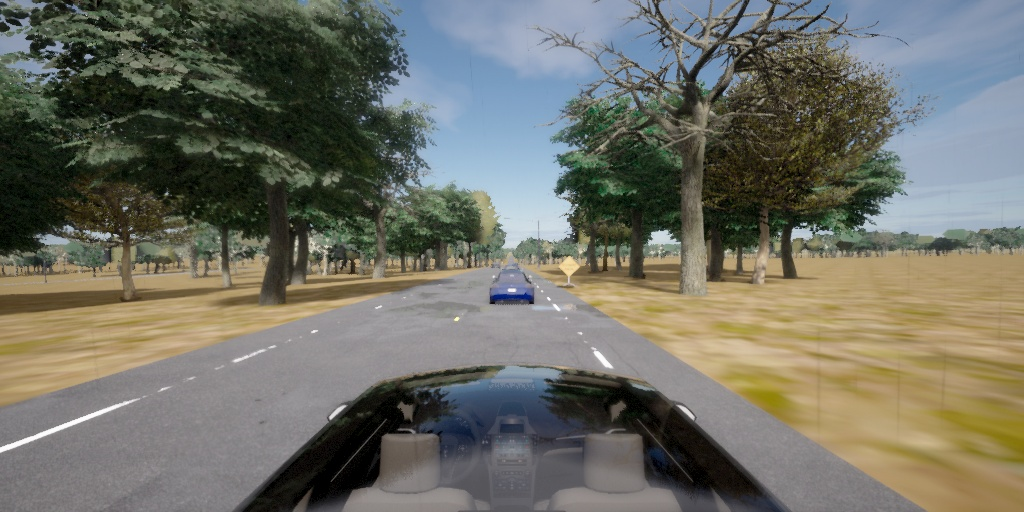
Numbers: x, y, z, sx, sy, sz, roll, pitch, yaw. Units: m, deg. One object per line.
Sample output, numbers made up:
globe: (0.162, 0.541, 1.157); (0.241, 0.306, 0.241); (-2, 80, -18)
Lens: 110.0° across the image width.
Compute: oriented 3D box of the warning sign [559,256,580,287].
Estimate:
warning sign: (3.550, 0.941, 22.412); (1.300, 1.860, 1.060); (0, 0, 0)

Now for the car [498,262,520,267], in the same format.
car: (0.000, 1.447, 31.509); (1.812, 1.442, 4.674); (0, -1, 0)

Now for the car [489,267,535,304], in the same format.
car: (0.000, 1.361, 16.505); (1.994, 1.385, 4.181); (0, 0, 0)
